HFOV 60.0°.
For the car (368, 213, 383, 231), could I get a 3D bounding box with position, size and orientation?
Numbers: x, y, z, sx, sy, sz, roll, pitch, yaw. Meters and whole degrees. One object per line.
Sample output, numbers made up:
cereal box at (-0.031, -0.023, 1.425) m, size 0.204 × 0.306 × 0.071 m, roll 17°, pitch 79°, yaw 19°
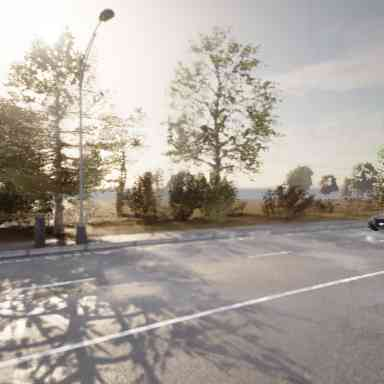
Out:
car at (11.919, 1.524, 18.588) m, size 4.181 × 1.385 × 1.994 m, roll 0°, pitch 0°, yaw -25°
